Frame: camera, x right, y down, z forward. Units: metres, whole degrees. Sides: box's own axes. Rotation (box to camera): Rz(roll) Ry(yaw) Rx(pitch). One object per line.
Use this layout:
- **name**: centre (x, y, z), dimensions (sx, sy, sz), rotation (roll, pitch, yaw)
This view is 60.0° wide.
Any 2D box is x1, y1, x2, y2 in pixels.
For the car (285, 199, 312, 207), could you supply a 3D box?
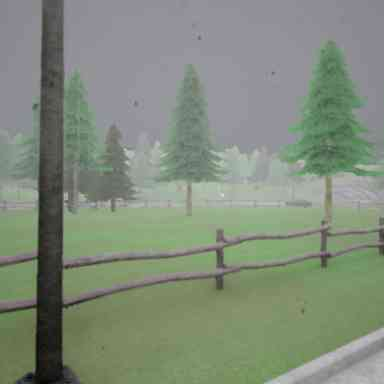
- **car**: centre (19.095, 2.063, 60.717), dimensions (4.181, 1.385, 1.994), rotation (0, 0, 30)
